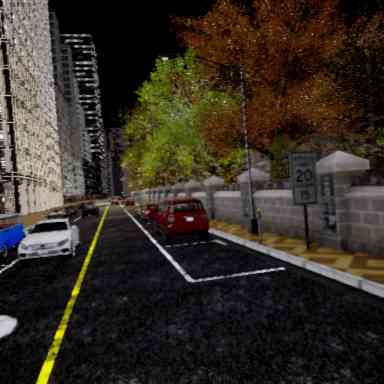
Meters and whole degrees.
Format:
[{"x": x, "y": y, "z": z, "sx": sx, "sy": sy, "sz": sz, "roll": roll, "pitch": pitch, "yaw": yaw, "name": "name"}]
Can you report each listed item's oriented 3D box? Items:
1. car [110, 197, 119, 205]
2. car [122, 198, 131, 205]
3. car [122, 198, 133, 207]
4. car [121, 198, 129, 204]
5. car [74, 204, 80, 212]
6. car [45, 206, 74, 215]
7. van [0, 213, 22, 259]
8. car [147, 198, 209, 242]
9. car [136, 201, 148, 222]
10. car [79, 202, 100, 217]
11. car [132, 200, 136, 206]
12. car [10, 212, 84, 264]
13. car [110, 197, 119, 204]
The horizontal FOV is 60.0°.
[{"x": -18.471, "y": 2.408, "z": 79.202, "sx": 1.895, "sy": 1.301, "sz": 4.718, "roll": -4, "pitch": 0, "yaw": -13, "name": "car"}, {"x": -15.050, "y": 2.120, "z": 76.378, "sx": 1.887, "sy": 1.381, "sz": 4.507, "roll": -5, "pitch": 0, "yaw": -13, "name": "car"}, {"x": -11.155, "y": 1.944, "z": 59.920, "sx": 1.887, "sy": 1.381, "sz": 4.507, "roll": -5, "pitch": 0, "yaw": -13, "name": "car"}, {"x": -17.573, "y": 2.233, "z": 87.374, "sx": 1.887, "sy": 1.381, "sz": 4.507, "roll": -5, "pitch": 0, "yaw": -13, "name": "car"}, {"x": -13.876, "y": 2.348, "z": 36.420, "sx": 1.947, "sy": 1.339, "sz": 4.313, "roll": -5, "pitch": 0, "yaw": -14, "name": "car"}, {"x": -12.560, "y": 2.274, "z": 30.949, "sx": 2.008, "sy": 1.369, "sz": 4.403, "roll": -5, "pitch": 0, "yaw": -14, "name": "car"}, {"x": -8.625, "y": 1.890, "z": 14.535, "sx": 1.690, "sy": 1.788, "sz": 3.998, "roll": -5, "pitch": 0, "yaw": -14, "name": "van"}, {"x": -0.641, "y": 1.242, "z": 16.166, "sx": 2.192, "sy": 1.841, "sz": 5.009, "roll": -5, "pitch": 0, "yaw": -14, "name": "car"}, {"x": -3.253, "y": 1.625, "z": 27.106, "sx": 1.802, "sy": 1.307, "sz": 4.206, "roll": -5, "pitch": 0, "yaw": -14, "name": "car"}, {"x": -11.362, "y": 2.184, "z": 37.418, "sx": 1.895, "sy": 1.301, "sz": 4.718, "roll": -4, "pitch": 0, "yaw": -13, "name": "car"}, {"x": -4.613, "y": 1.629, "z": 32.739, "sx": 1.752, "sy": 1.417, "sz": 4.829, "roll": -5, "pitch": 0, "yaw": -14, "name": "car"}, {"x": -5.787, "y": 1.863, "z": 13.930, "sx": 1.812, "sy": 1.442, "sz": 4.674, "roll": -4, "pitch": 0, "yaw": -14, "name": "car"}, {"x": -20.728, "y": 2.184, "z": 88.986, "sx": 2.097, "sy": 1.767, "sz": 4.553, "roll": -4, "pitch": 0, "yaw": -13, "name": "car"}]
